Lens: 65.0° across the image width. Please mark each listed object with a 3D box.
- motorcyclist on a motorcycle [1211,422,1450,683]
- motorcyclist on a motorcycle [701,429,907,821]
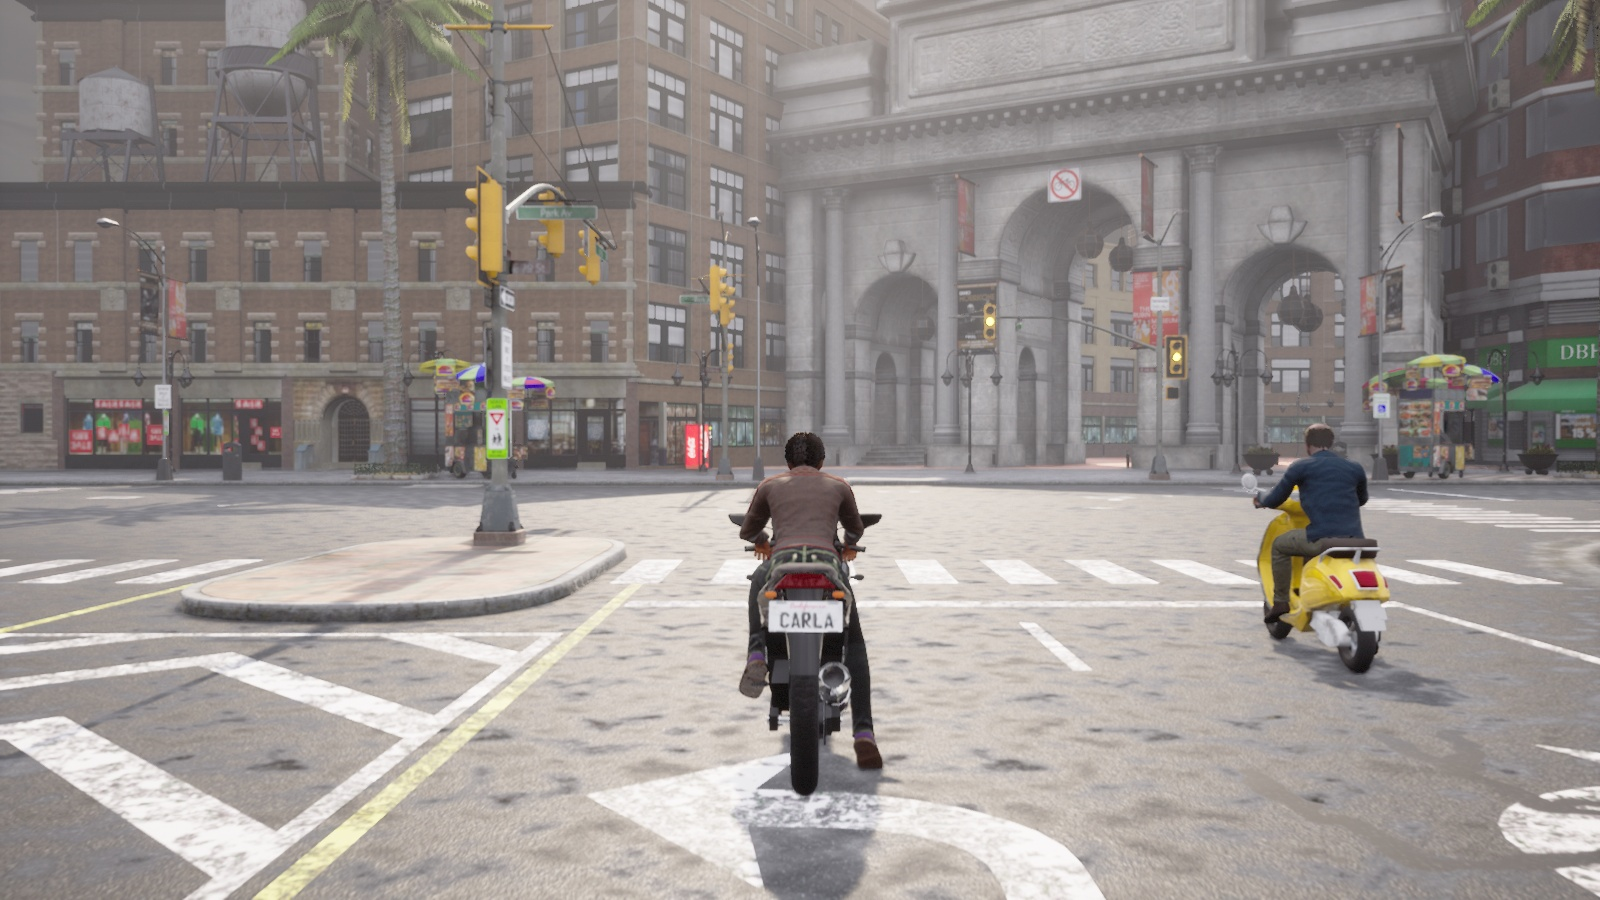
[{"bbox_3d":[3.537,0.618,8.574,0.866,1.590,1.817,0,1,0],"label":"motorcyclist on a motorcycle"},{"bbox_3d":[0.022,0.670,5.894,0.797,1.523,2.044,0,1,0],"label":"motorcyclist on a motorcycle"}]
